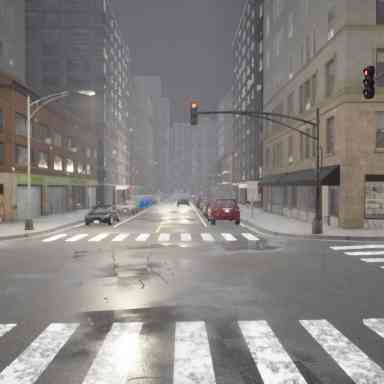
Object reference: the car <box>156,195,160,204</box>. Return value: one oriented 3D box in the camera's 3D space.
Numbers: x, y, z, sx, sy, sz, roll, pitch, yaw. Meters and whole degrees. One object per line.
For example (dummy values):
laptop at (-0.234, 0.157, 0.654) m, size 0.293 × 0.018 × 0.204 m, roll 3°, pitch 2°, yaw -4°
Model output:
car at (-7.211, 1.315, 57.323) m, size 2.192 × 1.841 × 5.009 m, roll -1°, pitch 0°, yaw -2°

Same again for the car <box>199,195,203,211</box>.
car at (2.073, 1.320, 29.636) m, size 2.192 × 1.841 × 5.009 m, roll -1°, pitch 0°, yaw -2°

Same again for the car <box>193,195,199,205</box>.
car at (1.621, 1.318, 46.387) m, size 2.192 × 1.841 × 5.009 m, roll -1°, pitch 0°, yaw -2°

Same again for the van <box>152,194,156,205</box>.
van at (-7.058, 1.343, 51.739) m, size 1.690 × 1.788 × 3.998 m, roll -1°, pitch 0°, yaw -2°

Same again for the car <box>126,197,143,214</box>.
car at (-6.596, 1.531, 34.818) m, size 1.752 × 1.417 × 4.829 m, roll -1°, pitch 0°, yaw -2°

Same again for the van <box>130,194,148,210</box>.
van at (-6.754, 1.346, 40.571) m, size 1.690 × 1.788 × 3.998 m, roll -1°, pitch 0°, yaw -2°

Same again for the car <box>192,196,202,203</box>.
car at (1.021, 1.560, 68.723) m, size 1.947 × 1.339 × 4.313 m, roll -1°, pitch 0°, yaw -2°

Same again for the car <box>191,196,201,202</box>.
car at (0.871, 1.542, 74.307) m, size 2.008 × 1.369 × 4.403 m, roll -1°, pitch 0°, yaw -2°

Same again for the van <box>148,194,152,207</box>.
van at (-6.907, 1.345, 46.156) m, size 1.690 × 1.788 × 3.998 m, roll -1°, pitch 0°, yaw -2°

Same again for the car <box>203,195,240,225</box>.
car at (2.224, 1.319, 24.052) m, size 2.192 × 1.841 × 5.009 m, roll -1°, pitch 0°, yaw -2°

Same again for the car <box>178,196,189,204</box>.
car at (-1.706, 1.544, 63.816) m, size 2.033 × 1.411 × 5.357 m, roll 0°, pitch 0°, yaw -2°

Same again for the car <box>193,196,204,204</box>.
car at (1.172, 1.563, 63.139) m, size 1.947 × 1.339 × 4.313 m, roll -1°, pitch 0°, yaw -2°

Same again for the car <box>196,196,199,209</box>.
car at (1.769, 1.530, 40.973) m, size 1.752 × 1.417 × 4.829 m, roll -1°, pitch 0°, yaw -2°

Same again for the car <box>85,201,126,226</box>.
car at (-6.296, 1.570, 23.820) m, size 1.947 × 1.339 × 4.313 m, roll -1°, pitch 0°, yaw -2°

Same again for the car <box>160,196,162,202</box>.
car at (-7.361, 1.437, 62.907) m, size 1.967 × 1.590 × 4.097 m, roll -1°, pitch 0°, yaw -2°

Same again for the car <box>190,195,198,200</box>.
car at (0.419, 1.529, 91.058) m, size 2.008 × 1.369 × 4.403 m, roll -1°, pitch 0°, yaw -2°

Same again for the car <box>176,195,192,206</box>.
car at (-1.422, 1.506, 53.398) m, size 1.837 × 1.490 × 4.892 m, roll 0°, pitch 0°, yaw -2°

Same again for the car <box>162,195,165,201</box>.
car at (-7.665, 1.432, 74.074) m, size 1.967 × 1.590 × 4.097 m, roll -1°, pitch 0°, yaw -2°
